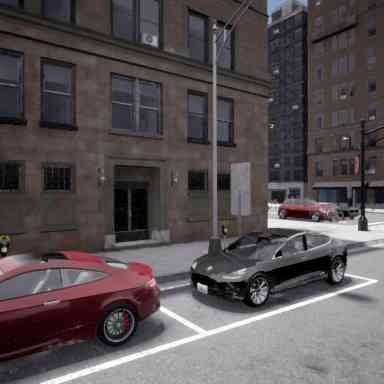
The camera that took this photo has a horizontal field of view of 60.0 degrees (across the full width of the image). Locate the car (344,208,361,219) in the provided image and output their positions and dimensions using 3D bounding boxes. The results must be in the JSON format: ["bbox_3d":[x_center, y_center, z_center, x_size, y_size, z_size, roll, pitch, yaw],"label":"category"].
[{"bbox_3d":[11.593,1.580,28.192,1.895,1.301,4.718,0,0,-36],"label":"car"}]

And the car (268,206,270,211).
[{"bbox_3d":[6.099,1.457,35.712,1.837,1.490,4.892,0,0,-36],"label":"car"}]

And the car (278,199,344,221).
[{"bbox_3d":[9.046,1.341,26.170,2.097,1.767,4.553,0,0,-36],"label":"car"}]

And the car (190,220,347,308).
[{"bbox_3d":[1.981,1.566,7.947,4.313,1.339,1.947,0,0,-35],"label":"car"}]

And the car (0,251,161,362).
[{"bbox_3d":[-2.457,1.582,4.782,4.206,1.307,1.802,0,0,-35],"label":"car"}]
